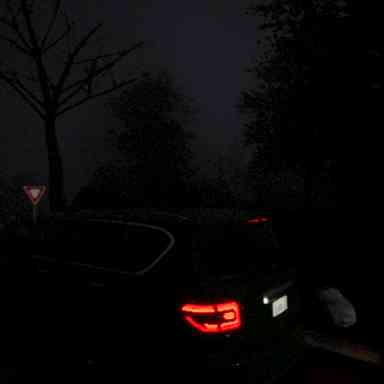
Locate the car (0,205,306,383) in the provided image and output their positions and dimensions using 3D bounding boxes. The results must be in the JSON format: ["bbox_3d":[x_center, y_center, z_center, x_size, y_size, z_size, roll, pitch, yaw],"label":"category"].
[{"bbox_3d":[-1.189,1.222,5.013,5.566,2.045,2.150,0,0,40],"label":"car"}]
